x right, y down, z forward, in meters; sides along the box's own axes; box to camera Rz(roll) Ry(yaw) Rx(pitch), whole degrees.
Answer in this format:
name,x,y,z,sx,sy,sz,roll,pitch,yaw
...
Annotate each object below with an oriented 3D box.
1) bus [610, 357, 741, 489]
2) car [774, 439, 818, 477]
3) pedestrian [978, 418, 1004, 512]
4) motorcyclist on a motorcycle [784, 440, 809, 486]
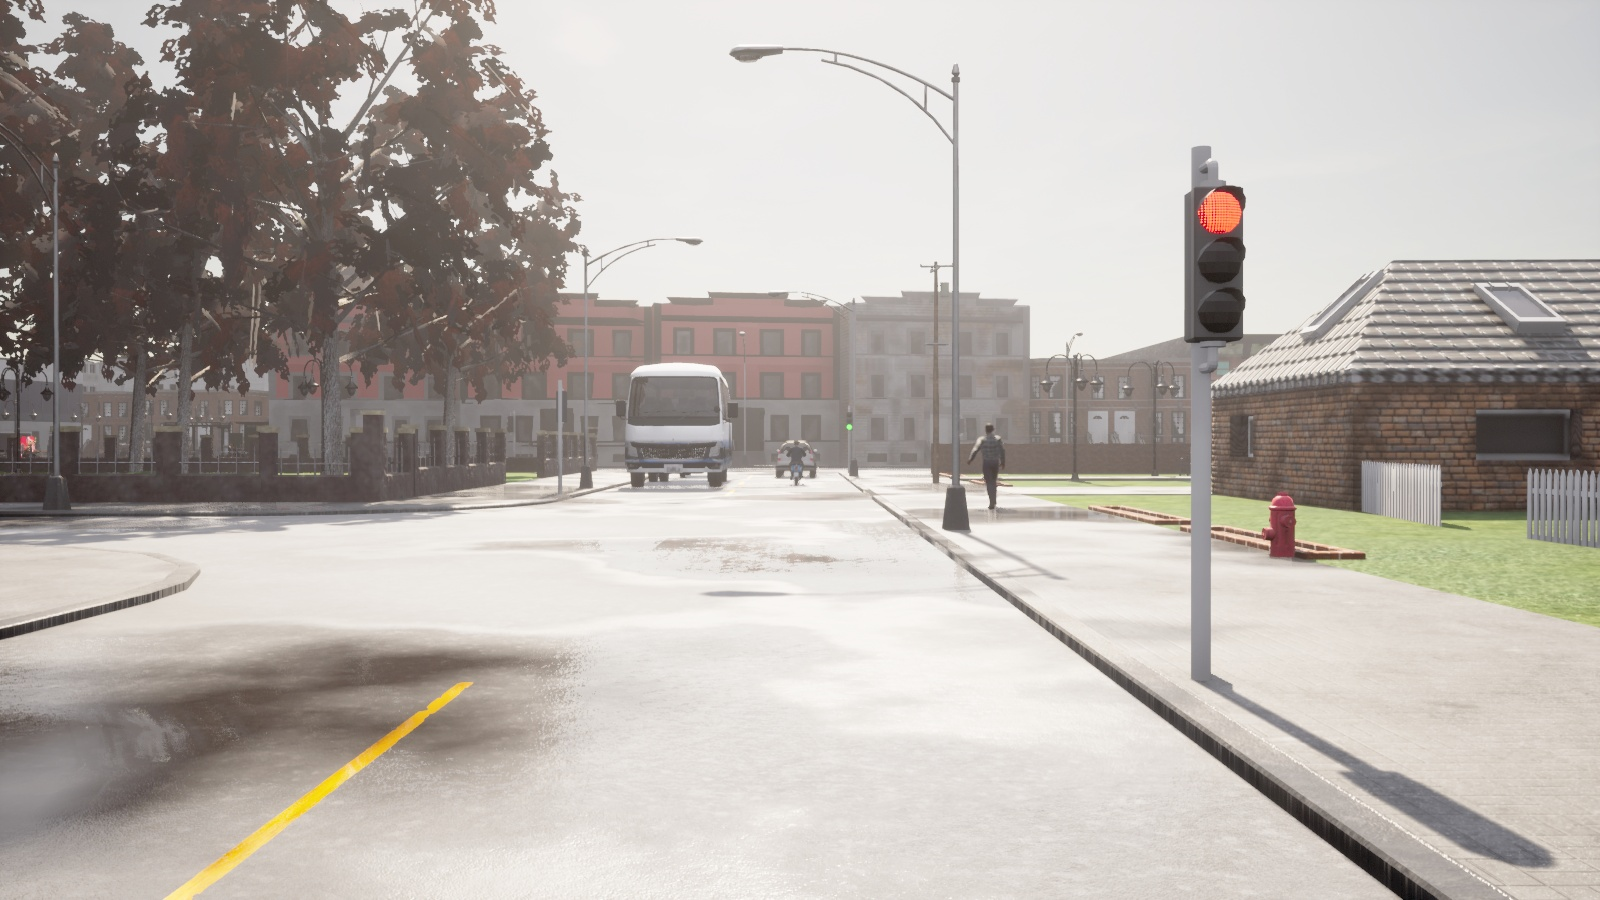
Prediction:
name,x,y,z,sx,sy,sz,roll,pitch,yaw
bus,-4.227,-0.889,45.382,3.944,4.253,10.273,0,0,-1
car,-0.144,0.332,55.419,1.851,1.617,3.988,0,0,1
pedestrian,4.019,0.308,26.466,0.423,1.949,0.788,0,0,-1
motorcyclist on a motorcycle,-0.113,0.447,44.723,0.866,1.590,1.817,0,0,1
